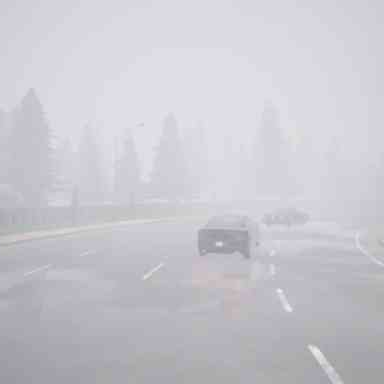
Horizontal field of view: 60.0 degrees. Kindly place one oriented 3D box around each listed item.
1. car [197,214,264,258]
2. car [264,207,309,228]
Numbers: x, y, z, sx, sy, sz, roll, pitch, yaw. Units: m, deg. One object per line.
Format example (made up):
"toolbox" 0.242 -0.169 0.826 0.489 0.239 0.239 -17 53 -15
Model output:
"car" 1.658 1.629 13.662 1.882 1.535 5.008 0 0 17
"car" 7.094 1.824 24.936 2.033 1.411 5.357 0 -1 37
